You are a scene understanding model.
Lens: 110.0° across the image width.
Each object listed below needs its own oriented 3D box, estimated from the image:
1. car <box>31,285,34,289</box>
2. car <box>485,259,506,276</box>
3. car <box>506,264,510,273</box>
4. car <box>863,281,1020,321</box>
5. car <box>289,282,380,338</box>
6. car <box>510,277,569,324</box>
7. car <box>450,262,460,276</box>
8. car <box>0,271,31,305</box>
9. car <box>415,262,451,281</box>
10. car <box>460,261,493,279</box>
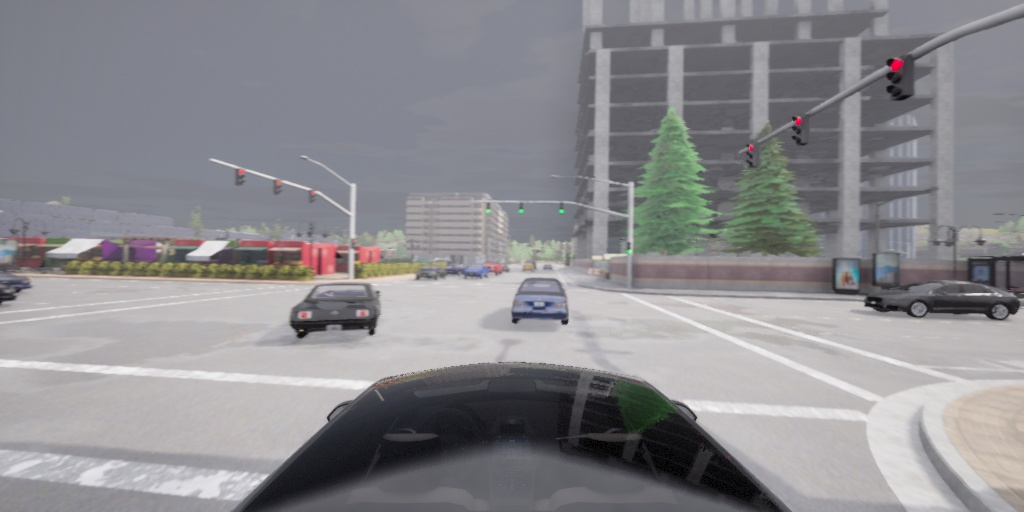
[{"bbox_3d":[-25.315,1.046,16.426,5.357,1.411,2.033,1,-1,6],"label":"car"},{"bbox_3d":[-2.608,1.447,46.914,2.150,2.045,5.566,1,-1,6],"label":"car"},{"bbox_3d":[-1.492,1.925,56.895,1.994,1.385,4.181,1,-1,7],"label":"car"},{"bbox_3d":[18.033,1.807,15.238,4.892,1.490,1.837,1,-1,6],"label":"car"},{"bbox_3d":[-4.831,1.392,10.381,1.895,1.301,4.718,1,-1,-19],"label":"car"},{"bbox_3d":[1.029,1.476,12.838,2.033,1.411,5.357,1,-1,6],"label":"car"},{"bbox_3d":[-6.619,1.698,42.456,1.895,1.301,4.718,1,-1,6],"label":"car"},{"bbox_3d":[-20.421,1.091,12.349,5.357,1.411,2.033,1,-1,6],"label":"car"},{"bbox_3d":[-7.545,1.543,33.745,1.994,1.385,4.181,1,-1,6],"label":"car"},{"bbox_3d":[-3.646,1.572,37.326,1.882,1.535,5.008,1,-1,6],"label":"car"}]
